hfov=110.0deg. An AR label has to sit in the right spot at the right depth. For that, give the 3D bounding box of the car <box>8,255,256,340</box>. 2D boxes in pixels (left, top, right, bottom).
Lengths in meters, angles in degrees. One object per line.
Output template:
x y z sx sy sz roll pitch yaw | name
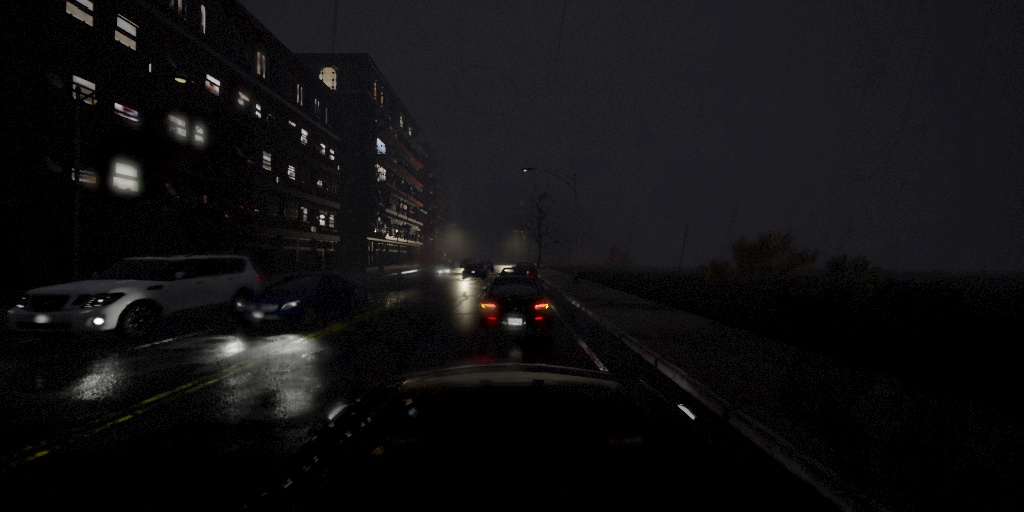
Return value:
-9.869 0.973 10.284 2.150 2.045 5.566 0 0 0 | car

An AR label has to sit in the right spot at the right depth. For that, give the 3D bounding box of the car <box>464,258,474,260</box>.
-6.704 1.105 54.924 2.097 1.767 4.553 0 0 0 | car

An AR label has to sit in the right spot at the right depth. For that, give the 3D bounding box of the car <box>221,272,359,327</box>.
-6.623 1.277 11.674 1.812 1.442 4.674 0 0 0 | car

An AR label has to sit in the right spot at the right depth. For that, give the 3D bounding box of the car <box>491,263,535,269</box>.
0.061 1.317 20.322 1.994 1.385 4.181 0 0 0 | car

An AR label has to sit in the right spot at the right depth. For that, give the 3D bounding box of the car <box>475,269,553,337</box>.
0.074 1.277 10.155 1.812 1.442 4.674 0 0 0 | car

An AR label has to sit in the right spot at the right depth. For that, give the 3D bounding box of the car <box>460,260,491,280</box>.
-3.215 1.316 31.887 1.994 1.385 4.181 0 0 0 | car

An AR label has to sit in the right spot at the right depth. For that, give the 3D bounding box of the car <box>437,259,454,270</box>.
-9.954 1.244 54.081 2.128 1.511 4.902 0 0 0 | car

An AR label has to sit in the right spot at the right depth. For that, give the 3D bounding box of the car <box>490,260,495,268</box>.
-3.244 1.231 45.030 1.882 1.535 5.008 0 0 0 | car

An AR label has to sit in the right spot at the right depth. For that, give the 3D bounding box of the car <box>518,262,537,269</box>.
1.077 1.232 29.850 1.882 1.535 5.008 0 0 0 | car
